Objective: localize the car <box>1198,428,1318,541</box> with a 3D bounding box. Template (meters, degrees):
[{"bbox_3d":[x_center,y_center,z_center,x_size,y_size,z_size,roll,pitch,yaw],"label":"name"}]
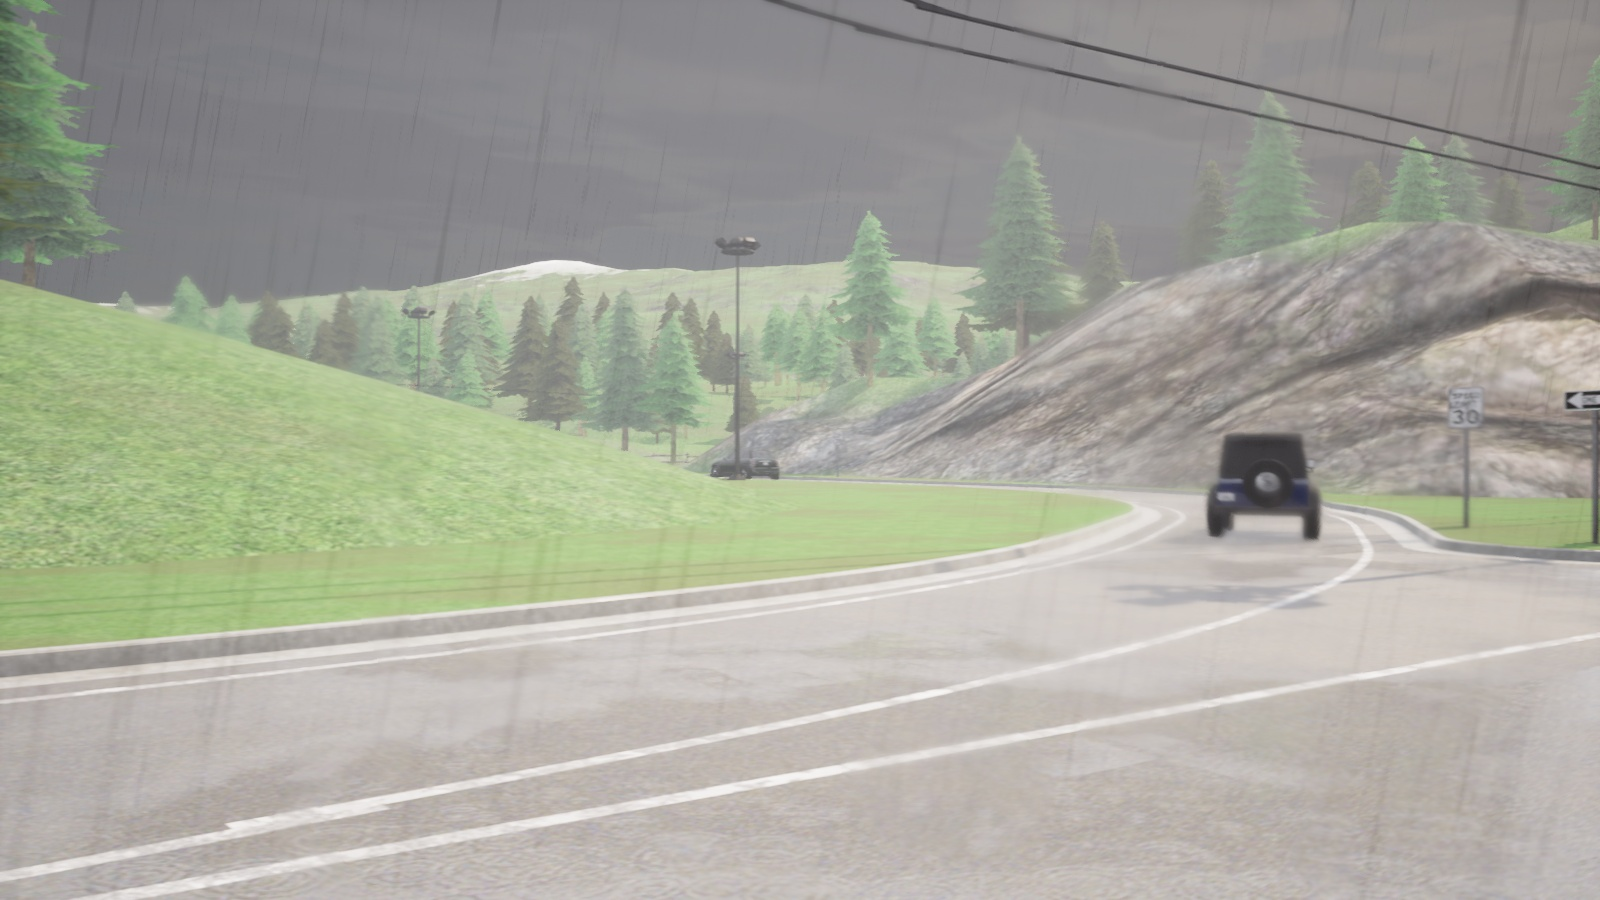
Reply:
[{"bbox_3d":[8.498,0.580,23.114,1.905,1.878,3.866,0,0,23],"label":"car"}]

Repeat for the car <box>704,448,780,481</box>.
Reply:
[{"bbox_3d":[-3.264,0.782,69.780,2.097,1.767,4.553,0,0,-35],"label":"car"}]
